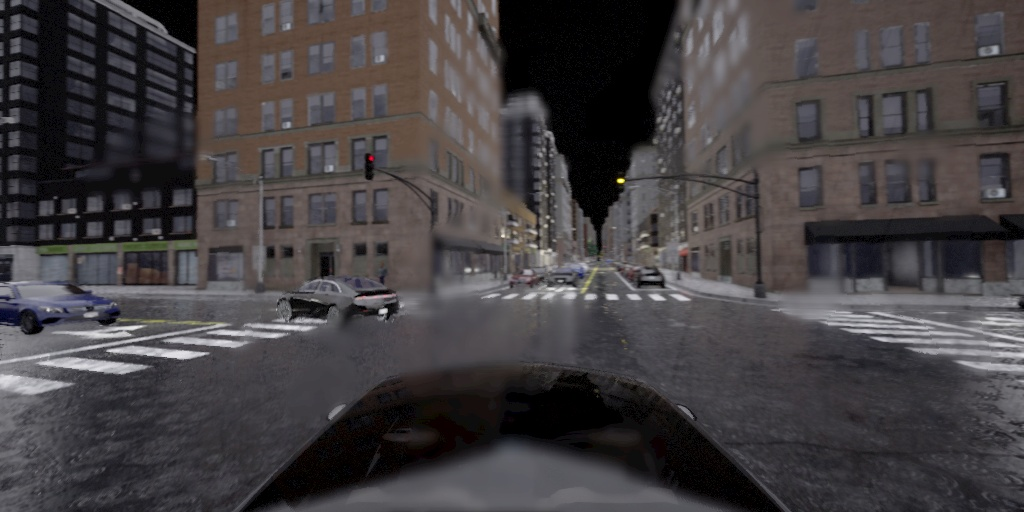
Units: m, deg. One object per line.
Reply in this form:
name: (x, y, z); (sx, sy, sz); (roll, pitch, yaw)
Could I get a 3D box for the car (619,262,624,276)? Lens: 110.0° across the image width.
car: (11.967, 1.480, 35.209); (2.007, 1.370, 4.403); (0, 0, 14)

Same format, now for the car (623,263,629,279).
car: (10.625, 1.436, 29.844); (1.888, 1.381, 4.507); (0, 0, 14)

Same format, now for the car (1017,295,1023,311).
car: (17.934, 1.206, 10.140); (4.674, 1.442, 1.812); (-1, -1, 14)

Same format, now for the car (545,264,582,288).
car: (3.824, 1.539, 26.429); (1.994, 1.385, 4.181); (-1, -1, 14)

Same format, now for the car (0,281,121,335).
car: (-14.823, 1.524, 11.222); (4.674, 1.442, 1.812); (-1, -1, 13)

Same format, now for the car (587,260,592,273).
car: (9.616, 1.667, 49.459); (1.812, 1.442, 4.674); (-1, 0, 14)

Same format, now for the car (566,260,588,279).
car: (6.361, 1.526, 36.563); (1.882, 1.535, 5.008); (-1, -1, 14)

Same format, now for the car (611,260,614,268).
car: (18.676, 1.671, 62.036); (2.007, 1.370, 4.403); (0, 0, 14)

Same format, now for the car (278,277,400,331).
car: (-5.880, 1.443, 11.978); (4.902, 1.511, 2.128); (0, -1, 32)

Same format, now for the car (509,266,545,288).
car: (1.013, 1.610, 26.542); (1.802, 1.307, 4.207); (0, 0, 14)

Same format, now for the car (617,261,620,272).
car: (13.309, 1.513, 40.575); (1.888, 1.381, 4.507); (0, 0, 14)

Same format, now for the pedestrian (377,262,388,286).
pedestrian: (-7.424, 1.260, 20.578); (0.375, 1.860, 0.375); (-1, -2, 14)

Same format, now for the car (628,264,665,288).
car: (9.283, 1.417, 24.479); (1.948, 1.339, 4.313); (0, 0, 14)

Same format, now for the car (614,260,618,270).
car: (15.993, 1.611, 51.305); (1.948, 1.339, 4.313); (0, 0, 14)
